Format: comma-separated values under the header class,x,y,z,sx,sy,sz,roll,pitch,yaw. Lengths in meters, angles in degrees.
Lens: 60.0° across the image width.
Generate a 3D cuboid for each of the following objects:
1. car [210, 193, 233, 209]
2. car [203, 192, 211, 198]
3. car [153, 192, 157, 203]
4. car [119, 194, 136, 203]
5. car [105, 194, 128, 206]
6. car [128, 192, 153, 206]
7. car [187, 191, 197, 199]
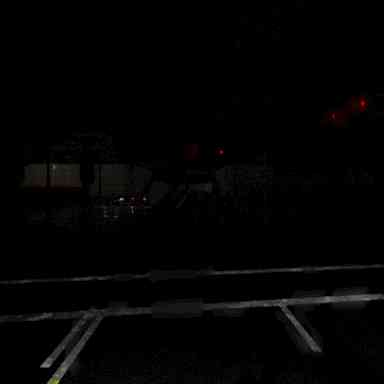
class,x,y,z,sx,sy,sz,roll,pitch,yaw
car,3.618,1.128,38.518,2.128,1.511,4.902,0,1,0
car,3.533,0.668,71.553,1.994,1.385,4.181,0,1,0
car,-7.015,0.799,54.532,2.097,1.767,4.553,0,1,0
car,-10.513,1.014,54.509,1.994,1.385,4.181,0,1,0
car,-10.512,1.065,45.603,1.837,1.490,4.892,0,1,0
car,-7.017,0.908,45.690,2.097,1.767,4.553,0,1,0
car,0.033,0.619,71.554,1.837,1.490,4.892,0,1,0
